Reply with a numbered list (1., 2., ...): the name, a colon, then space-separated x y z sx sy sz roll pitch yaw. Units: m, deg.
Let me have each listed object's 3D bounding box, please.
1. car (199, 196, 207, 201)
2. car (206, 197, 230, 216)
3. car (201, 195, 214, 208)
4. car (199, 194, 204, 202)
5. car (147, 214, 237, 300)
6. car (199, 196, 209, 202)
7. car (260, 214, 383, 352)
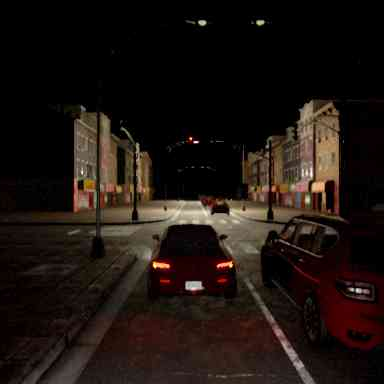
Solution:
1. car: 2.744 1.650 86.941 1.947 1.339 4.313 0 0 0
2. car: 2.684 1.534 32.567 1.887 1.381 4.507 1 0 0
3. car: 2.702 1.548 48.879 1.887 1.381 4.507 1 0 0
4. car: 2.710 1.326 54.317 2.192 1.841 5.009 1 0 0
5. car: -0.041 1.518 8.291 1.812 1.442 4.674 0 0 -2
6. car: 2.732 1.605 76.066 2.008 1.369 4.403 0 0 0
7. car: 2.657 1.309 6.137 2.192 1.841 5.009 1 0 0
